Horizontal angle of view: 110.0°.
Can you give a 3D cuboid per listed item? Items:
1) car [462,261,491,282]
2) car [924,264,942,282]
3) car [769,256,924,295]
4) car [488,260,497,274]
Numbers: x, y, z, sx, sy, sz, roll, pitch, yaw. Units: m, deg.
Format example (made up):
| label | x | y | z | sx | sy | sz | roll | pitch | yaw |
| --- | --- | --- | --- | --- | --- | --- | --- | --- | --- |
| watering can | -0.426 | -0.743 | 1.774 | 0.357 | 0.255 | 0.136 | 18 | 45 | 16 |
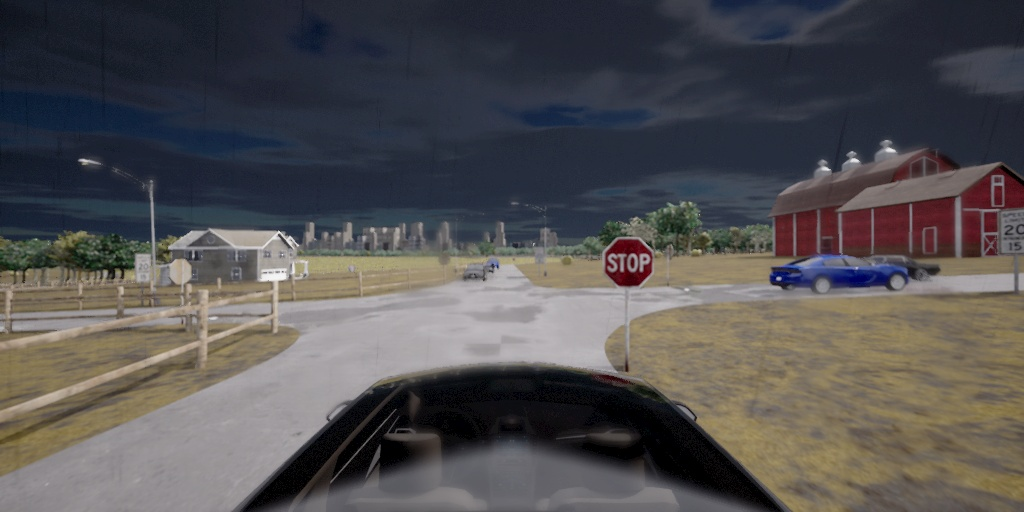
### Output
| label | x | y | z | sx | sy | sz | roll | pitch | yaw |
| --- | --- | --- | --- | --- | --- | --- | --- | --- | --- |
| car | -3.157 | 1.442 | 31.461 | 1.837 | 1.490 | 4.892 | 0 | 0 | -1 |
| car | 18.284 | 0.683 | 18.066 | 4.718 | 1.301 | 1.895 | -2 | 0 | -1 |
| car | 13.724 | 0.715 | 15.162 | 5.008 | 1.535 | 1.882 | -2 | 0 | -1 |
| car | -3.313 | 1.610 | 46.551 | 1.994 | 1.385 | 4.181 | 0 | -1 | -1 |
